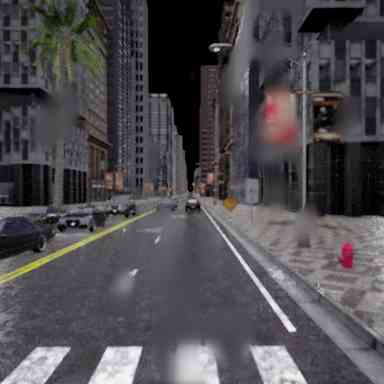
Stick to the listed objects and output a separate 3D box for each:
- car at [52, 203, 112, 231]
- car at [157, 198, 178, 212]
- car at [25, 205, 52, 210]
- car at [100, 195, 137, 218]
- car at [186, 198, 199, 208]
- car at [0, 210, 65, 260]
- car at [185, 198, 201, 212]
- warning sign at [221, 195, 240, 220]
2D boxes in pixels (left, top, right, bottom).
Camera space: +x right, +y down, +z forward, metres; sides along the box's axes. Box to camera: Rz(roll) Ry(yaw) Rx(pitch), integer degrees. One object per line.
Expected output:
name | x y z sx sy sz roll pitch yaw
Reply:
car | -6.588 1.595 20.430 1.994 1.385 4.181 0 0 0
car | -3.140 1.483 41.131 2.097 1.767 4.553 0 0 0
car | -9.841 1.586 21.655 2.033 1.411 5.357 0 0 0
car | -6.580 1.296 31.123 2.150 2.045 5.566 0 0 0
car | 0.086 1.732 51.559 1.812 1.442 4.674 0 0 0
car | -6.572 1.559 11.187 2.033 1.411 5.357 0 0 4
car | 0.112 1.605 41.219 1.882 1.535 5.008 0 0 0
warning sign | 2.866 1.147 24.992 1.300 1.860 1.060 1 0 0
